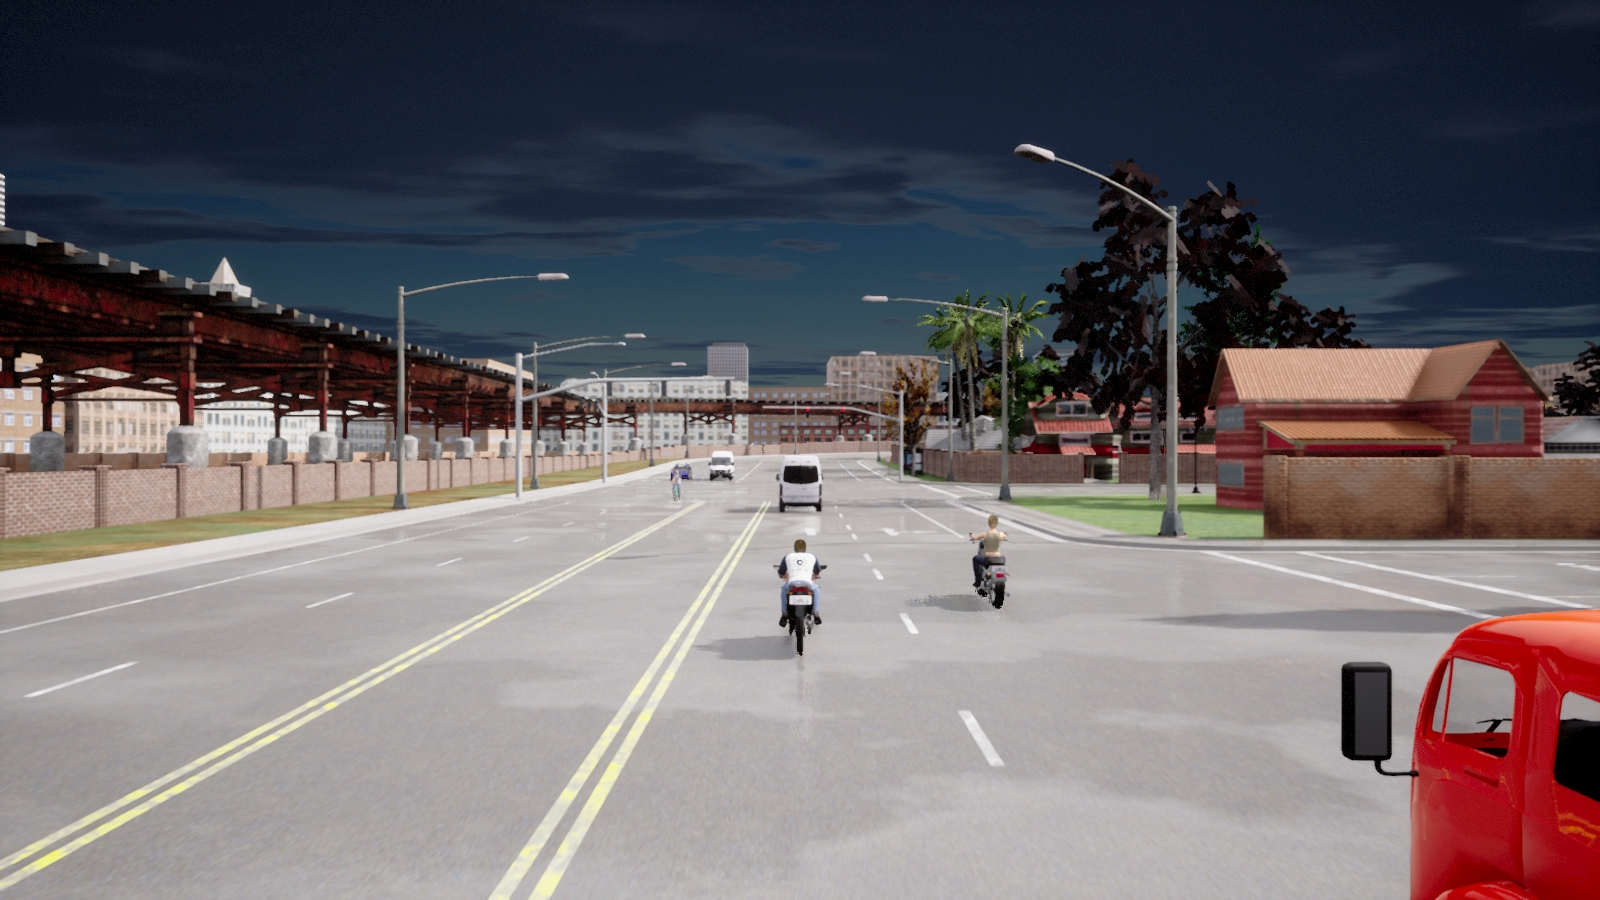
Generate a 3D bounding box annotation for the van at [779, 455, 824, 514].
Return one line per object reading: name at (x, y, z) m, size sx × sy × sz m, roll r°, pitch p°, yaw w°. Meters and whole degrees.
van at (0.011, 1.536, 53.541) m, size 1.988 × 2.561 × 5.915 m, roll 0°, pitch 0°, yaw -1°

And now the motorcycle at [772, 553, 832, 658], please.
motorcycle at (0.022, 2.174, 16.330) m, size 0.803 × 1.224 × 2.033 m, roll 0°, pitch 0°, yaw 0°

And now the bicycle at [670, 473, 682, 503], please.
bicycle at (-6.643, 2.045, 61.378) m, size 0.373 × 1.521 × 1.643 m, roll 0°, pitch 0°, yaw 3°

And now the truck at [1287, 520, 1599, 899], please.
truck at (3.550, 1.571, 2.732) m, size 2.627 × 2.467 × 5.204 m, roll 0°, pitch 0°, yaw 1°
